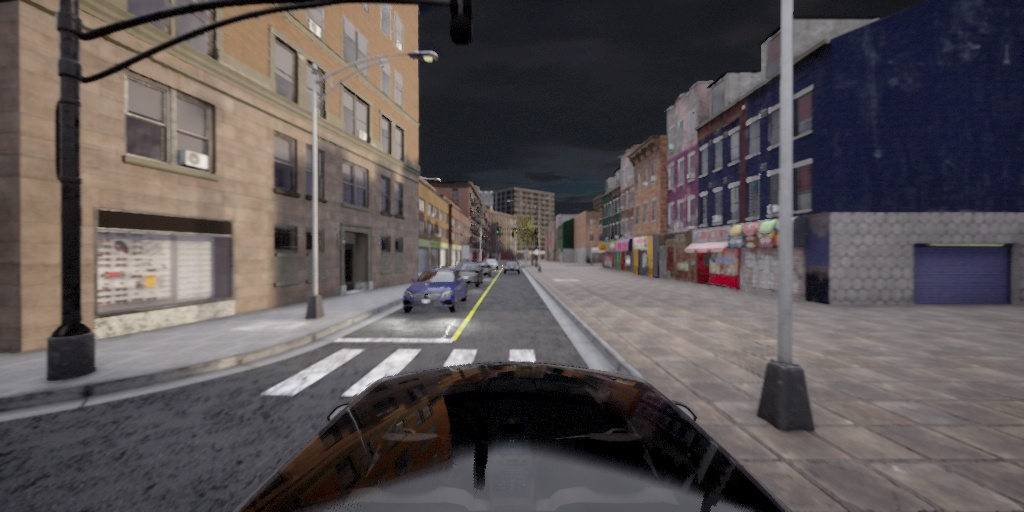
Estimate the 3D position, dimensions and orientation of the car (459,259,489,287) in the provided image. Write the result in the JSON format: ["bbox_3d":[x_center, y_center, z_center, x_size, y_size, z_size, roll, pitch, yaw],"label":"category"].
[{"bbox_3d":[-2.861,1.168,23.367,2.128,1.511,4.902,0,0,0],"label":"car"}]

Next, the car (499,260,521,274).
[{"bbox_3d":[-0.006,1.180,39.842,2.033,1.411,5.357,0,0,0],"label":"car"}]

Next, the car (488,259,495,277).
[{"bbox_3d":[-2.861,1.211,33.398,1.994,1.385,4.181,0,0,-1],"label":"car"}]

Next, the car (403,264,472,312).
[{"bbox_3d":[-2.853,1.231,14.182,1.812,1.442,4.674,0,0,0],"label":"car"}]

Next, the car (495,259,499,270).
[{"bbox_3d":[-2.773,1.136,48.374,1.812,1.442,4.674,0,0,0],"label":"car"}]
